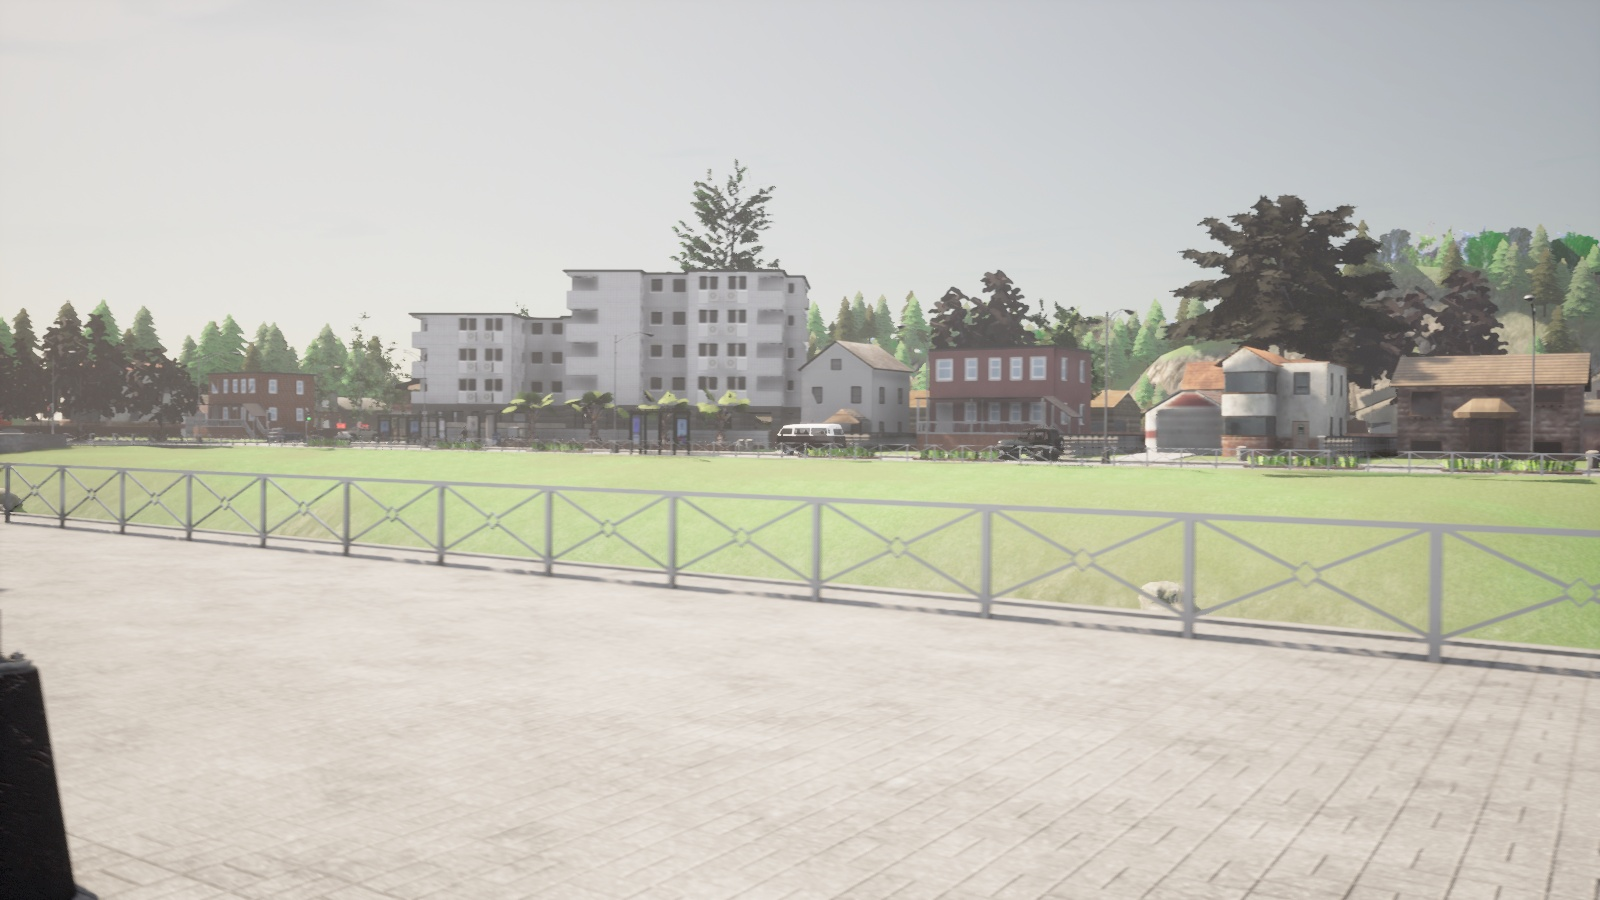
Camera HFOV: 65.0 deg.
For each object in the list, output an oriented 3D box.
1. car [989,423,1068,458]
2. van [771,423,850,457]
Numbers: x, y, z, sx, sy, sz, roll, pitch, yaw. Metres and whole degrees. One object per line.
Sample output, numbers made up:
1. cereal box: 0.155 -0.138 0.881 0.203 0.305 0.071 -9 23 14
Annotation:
1. car: 12.714 -0.541 69.835 3.866 1.878 1.905 0 1 34
2. van: 0.655 -0.613 77.849 4.480 2.038 2.069 0 1 34
